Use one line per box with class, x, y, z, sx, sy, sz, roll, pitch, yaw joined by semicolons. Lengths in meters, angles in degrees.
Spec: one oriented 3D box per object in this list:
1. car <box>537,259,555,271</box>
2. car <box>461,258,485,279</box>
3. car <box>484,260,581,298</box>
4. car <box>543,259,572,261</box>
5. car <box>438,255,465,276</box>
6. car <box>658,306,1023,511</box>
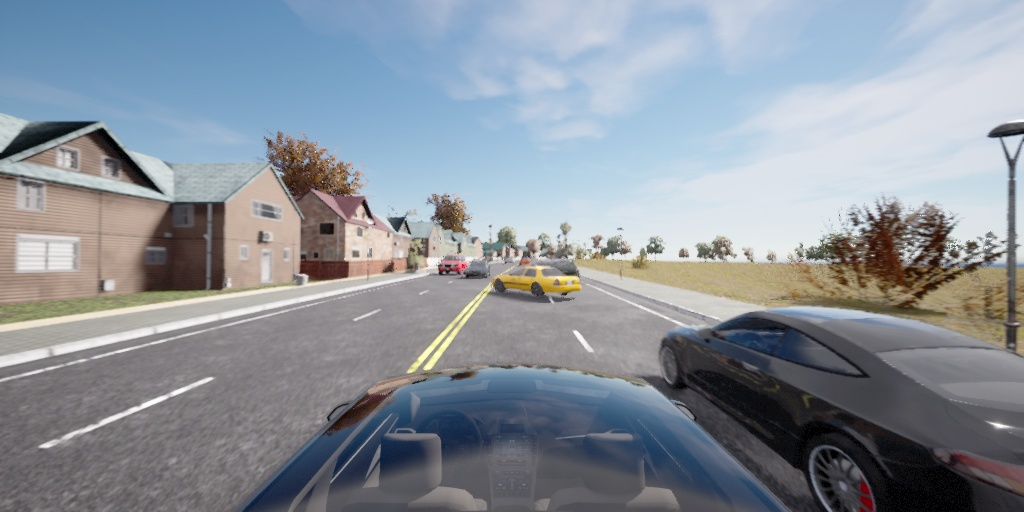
car;4.423;1.130;47.647;2.163;1.488;4.792;0;0;3
car;-2.851;1.172;31.024;1.837;1.490;4.892;0;0;2
car;0.996;1.158;18.043;1.801;1.575;5.366;0;0;-38
car;3.570;1.034;25.715;2.097;1.767;4.553;0;0;2
car;-5.908;0.877;36.374;2.150;2.045;5.566;0;0;2
car;3.247;1.272;3.860;1.812;1.442;4.674;0;0;0
